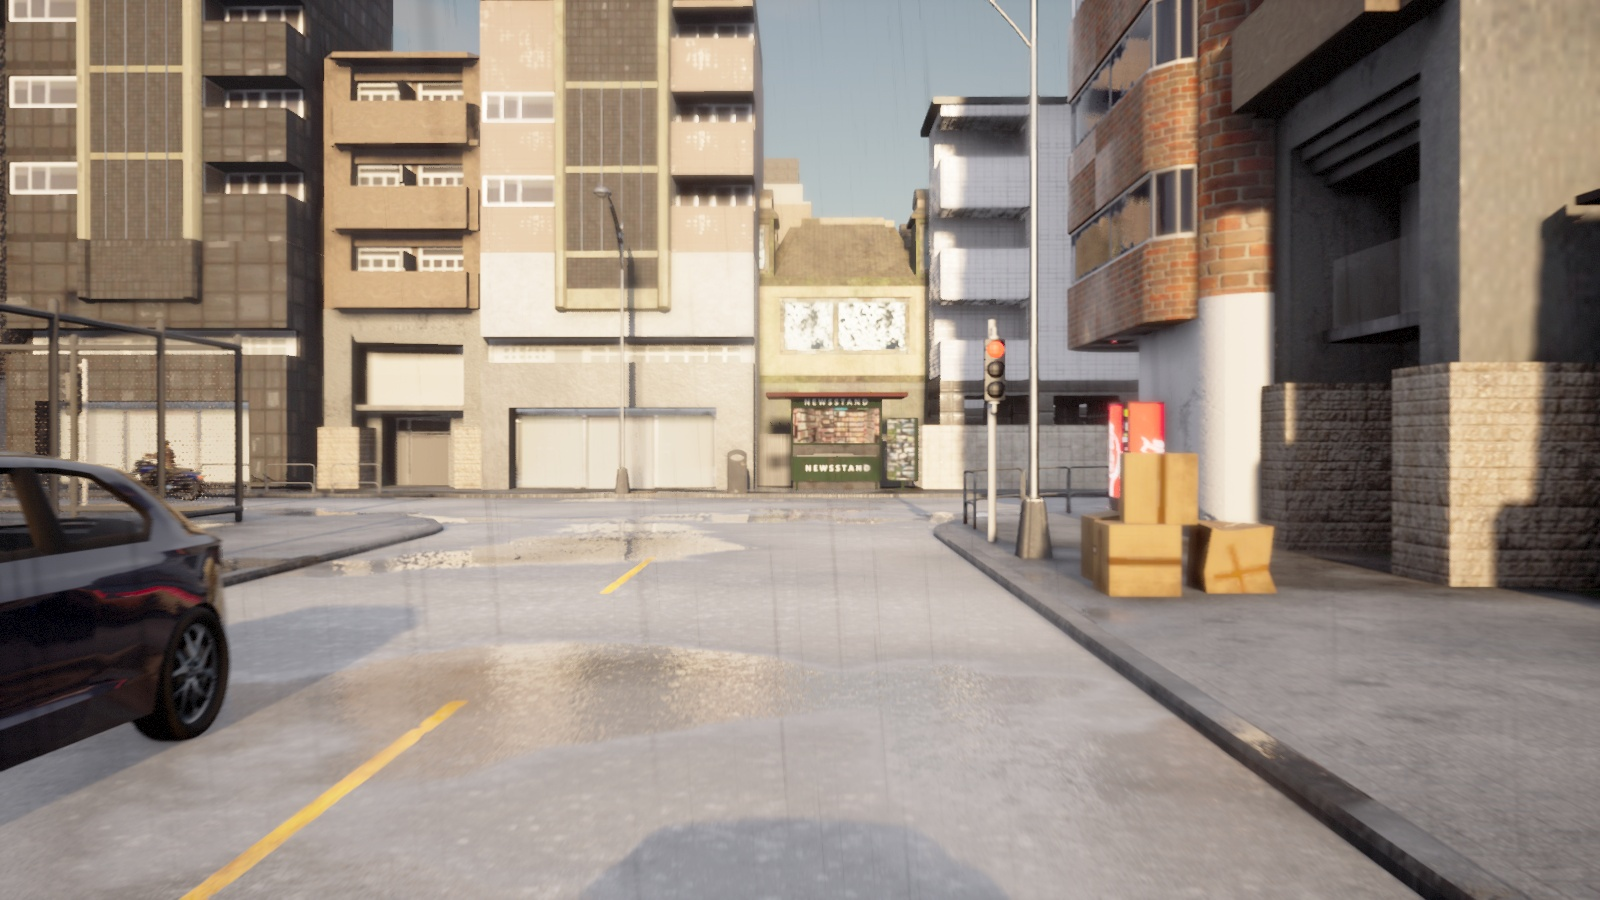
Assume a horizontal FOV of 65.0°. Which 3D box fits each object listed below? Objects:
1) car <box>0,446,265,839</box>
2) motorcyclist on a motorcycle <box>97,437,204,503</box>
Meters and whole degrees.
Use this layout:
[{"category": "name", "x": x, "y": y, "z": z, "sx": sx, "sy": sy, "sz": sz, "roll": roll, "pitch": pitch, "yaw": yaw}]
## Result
[{"category": "car", "x": -3.926, "y": 0.729, "z": 4.866, "sx": 1.816, "sy": 1.474, "sz": 4.193, "roll": 0, "pitch": 0, "yaw": 2}, {"category": "motorcyclist on a motorcycle", "x": -16.625, "y": 0.502, "z": 32.182, "sx": 2.350, "sy": 1.649, "sz": 0.766, "roll": 0, "pitch": 0, "yaw": 0}]
